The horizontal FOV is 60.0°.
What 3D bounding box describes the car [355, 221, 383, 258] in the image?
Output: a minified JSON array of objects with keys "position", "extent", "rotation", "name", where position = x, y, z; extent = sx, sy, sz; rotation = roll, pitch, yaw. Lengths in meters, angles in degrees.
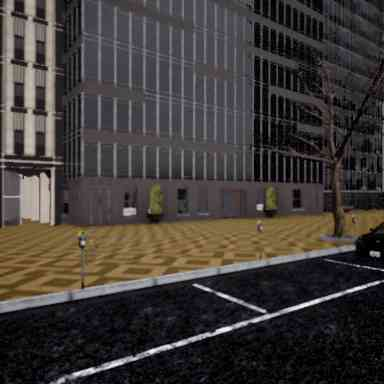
[{"position":[7.718,1.655,12.069],"extent":[4.313,1.339,1.947],"rotation":[0,-1,-35],"name":"car"}]
